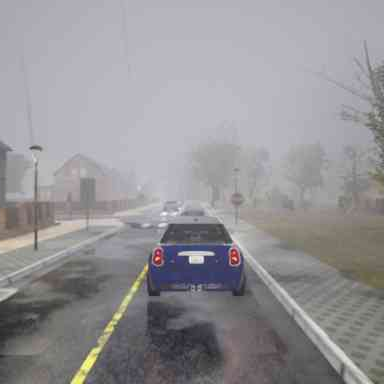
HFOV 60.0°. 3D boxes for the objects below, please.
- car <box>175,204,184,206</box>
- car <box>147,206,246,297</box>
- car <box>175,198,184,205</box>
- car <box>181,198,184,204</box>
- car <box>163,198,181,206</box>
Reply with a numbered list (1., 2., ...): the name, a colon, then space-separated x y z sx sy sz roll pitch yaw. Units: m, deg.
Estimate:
1. car: 0.093 1.677 19.378 2.033 1.411 5.357 0 0 0
2. car: 0.093 1.408 8.879 2.097 1.767 4.553 0 0 0
3. car: -2.649 2.106 73.816 1.837 1.490 4.892 0 -1 0
4. car: -2.752 1.981 58.304 1.812 1.442 4.674 0 0 0
5. car: -2.801 1.850 43.805 1.812 1.442 4.674 0 0 0
